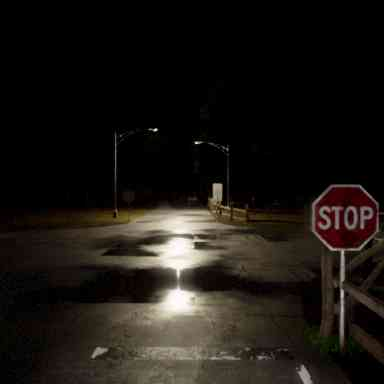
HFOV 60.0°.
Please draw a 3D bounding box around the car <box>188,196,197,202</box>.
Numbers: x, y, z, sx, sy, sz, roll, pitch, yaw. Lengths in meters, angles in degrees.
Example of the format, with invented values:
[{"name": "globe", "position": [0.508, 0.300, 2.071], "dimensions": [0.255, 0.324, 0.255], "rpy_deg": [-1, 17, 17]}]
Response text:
[{"name": "car", "position": [0.103, 1.526, 71.326], "dimensions": [1.895, 1.301, 4.718], "rpy_deg": [0, 0, 0]}]
